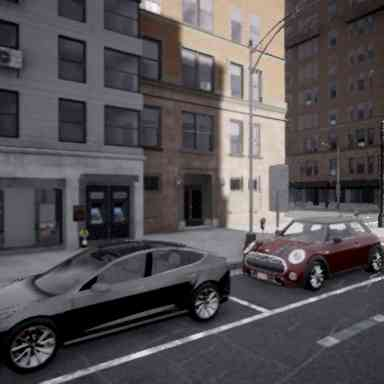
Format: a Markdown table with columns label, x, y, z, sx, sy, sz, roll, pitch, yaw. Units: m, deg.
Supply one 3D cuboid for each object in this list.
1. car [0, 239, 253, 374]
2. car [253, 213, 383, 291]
| label | x | y | z | sx | sy | sz | roll | pitch | yaw |
| --- | --- | --- | --- | --- | --- | --- | --- | --- | --- |
| car | -1.255 | 1.558 | 5.635 | 4.313 | 1.339 | 1.947 | 0 | 0 | -35 |
| car | 3.245 | 1.410 | 8.840 | 4.097 | 1.590 | 1.967 | 0 | 0 | -35 |
